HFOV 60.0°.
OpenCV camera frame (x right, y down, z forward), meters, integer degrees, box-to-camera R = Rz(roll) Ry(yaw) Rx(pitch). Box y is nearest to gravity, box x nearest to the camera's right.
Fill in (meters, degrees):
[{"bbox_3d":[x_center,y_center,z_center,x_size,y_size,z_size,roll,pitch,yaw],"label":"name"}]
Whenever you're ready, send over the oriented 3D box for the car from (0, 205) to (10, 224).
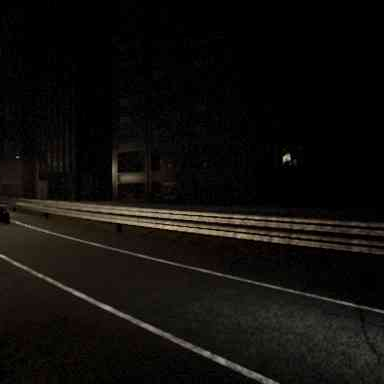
[{"bbox_3d":[-13.853,1.445,22.704,1.994,1.385,4.181,0,1,-40],"label":"car"}]
